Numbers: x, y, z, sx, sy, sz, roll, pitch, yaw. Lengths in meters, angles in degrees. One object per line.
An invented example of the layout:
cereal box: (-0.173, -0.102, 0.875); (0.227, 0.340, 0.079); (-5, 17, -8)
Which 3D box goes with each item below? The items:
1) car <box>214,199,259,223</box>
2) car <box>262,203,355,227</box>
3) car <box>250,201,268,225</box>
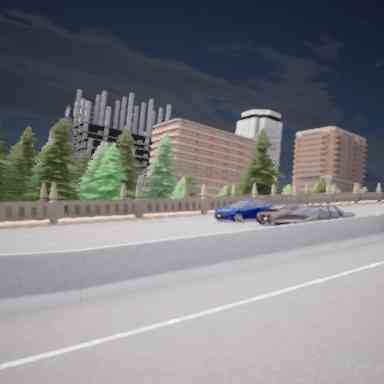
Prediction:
car: (3.856, 1.297, 23.931); (5.008, 1.535, 1.882); (-1, 1, -35)
car: (6.369, 1.395, 17.126); (5.357, 1.411, 2.033); (-1, 1, -35)
car: (6.047, 1.380, 21.194); (4.181, 1.385, 1.994); (-1, 1, -35)
